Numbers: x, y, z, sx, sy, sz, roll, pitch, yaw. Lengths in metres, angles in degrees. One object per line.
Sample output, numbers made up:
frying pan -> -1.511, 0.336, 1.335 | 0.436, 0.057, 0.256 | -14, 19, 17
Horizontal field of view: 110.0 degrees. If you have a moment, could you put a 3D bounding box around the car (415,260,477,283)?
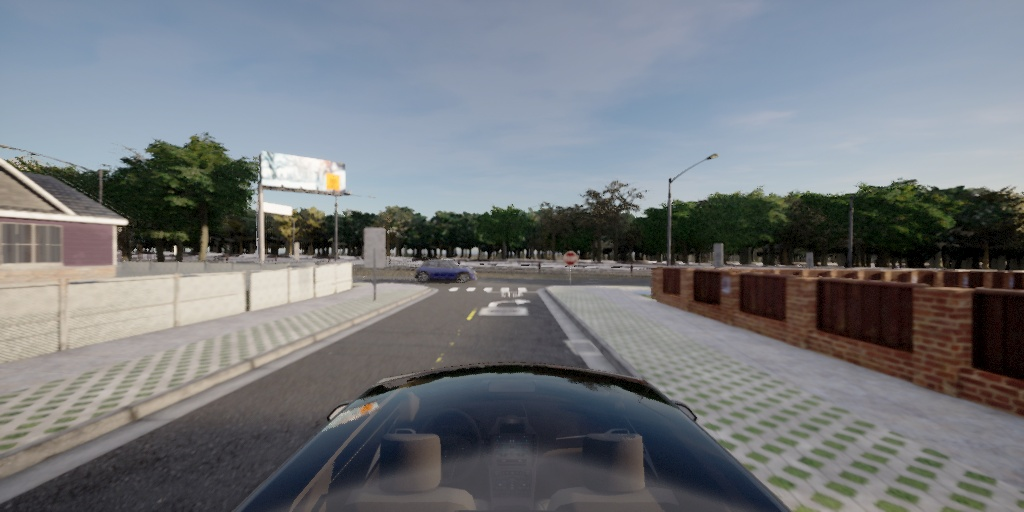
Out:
car -> -4.938, 1.103, 27.219 | 4.553, 1.767, 2.097 | 1, 0, -1

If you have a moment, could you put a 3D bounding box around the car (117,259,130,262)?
car -> -30.537, 0.936, 27.607 | 4.181, 1.385, 1.994 | 1, 1, 3
